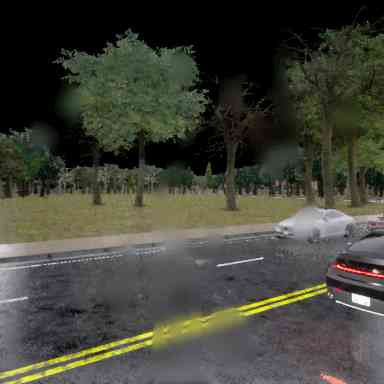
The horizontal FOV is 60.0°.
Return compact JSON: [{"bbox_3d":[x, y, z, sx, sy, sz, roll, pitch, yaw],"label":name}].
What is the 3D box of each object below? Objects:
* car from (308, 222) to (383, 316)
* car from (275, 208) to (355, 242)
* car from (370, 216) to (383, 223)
[{"bbox_3d":[4.713,1.505,6.816,4.892,1.490,1.837,0,0,-36],"label":"car"},{"bbox_3d":[6.030,1.526,15.998,4.674,1.442,1.812,0,0,-36],"label":"car"},{"bbox_3d":[9.479,1.479,14.470,5.008,1.535,1.882,0,0,-36],"label":"car"}]
